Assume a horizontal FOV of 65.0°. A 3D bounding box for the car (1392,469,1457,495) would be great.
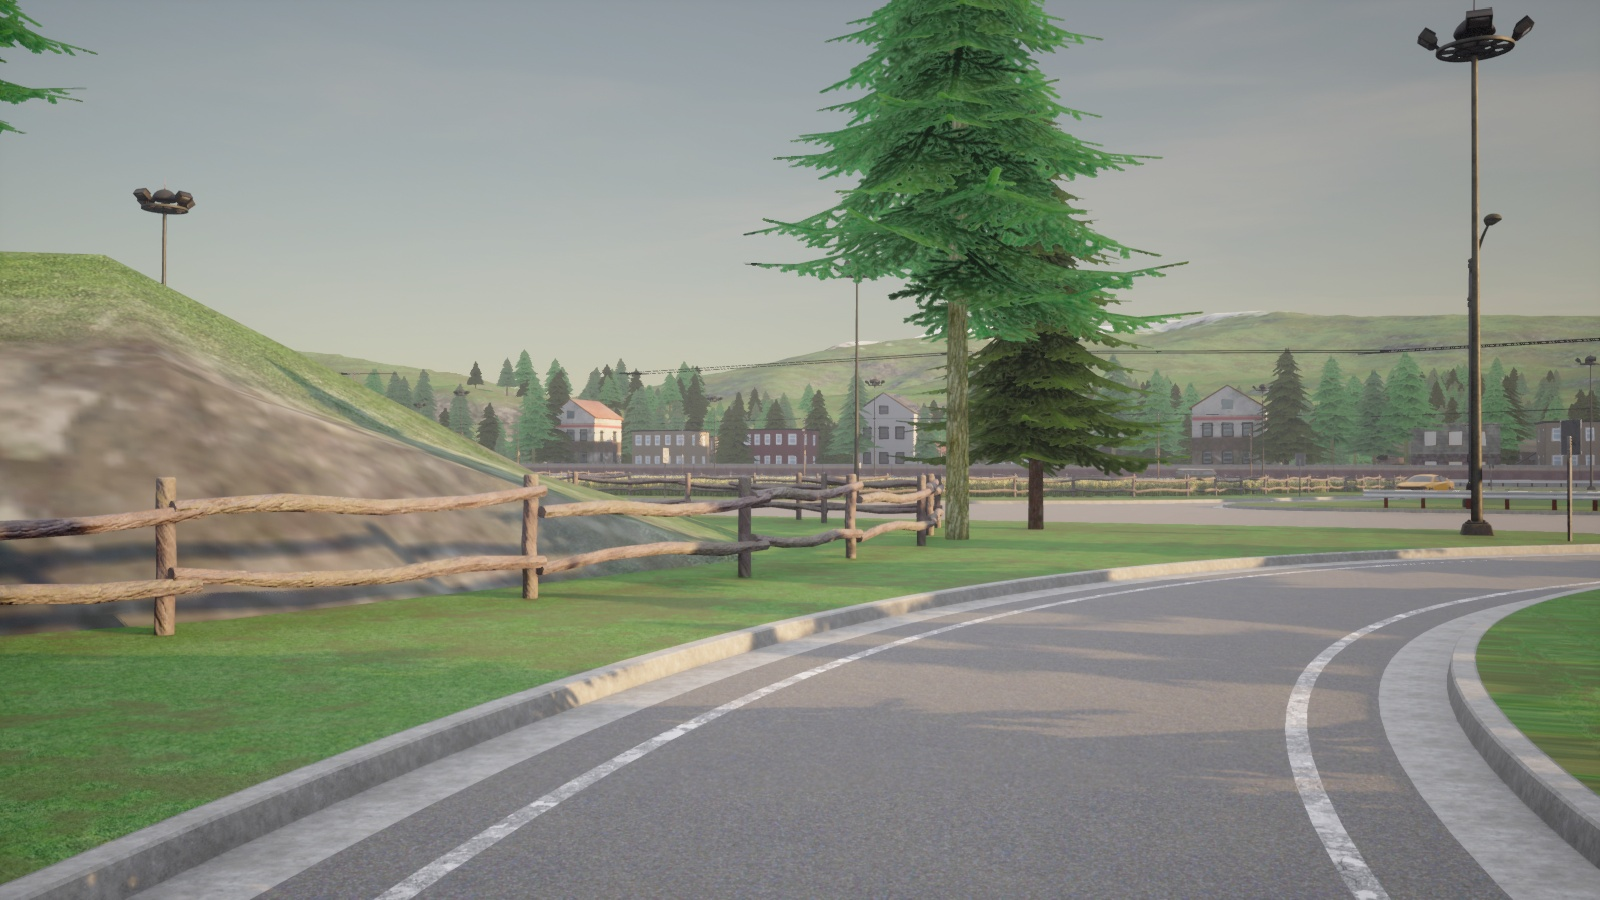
[{"bbox_3d":[38.326,1.929,77.003,5.008,1.535,1.882,1,-1,-42],"label":"car"}]
